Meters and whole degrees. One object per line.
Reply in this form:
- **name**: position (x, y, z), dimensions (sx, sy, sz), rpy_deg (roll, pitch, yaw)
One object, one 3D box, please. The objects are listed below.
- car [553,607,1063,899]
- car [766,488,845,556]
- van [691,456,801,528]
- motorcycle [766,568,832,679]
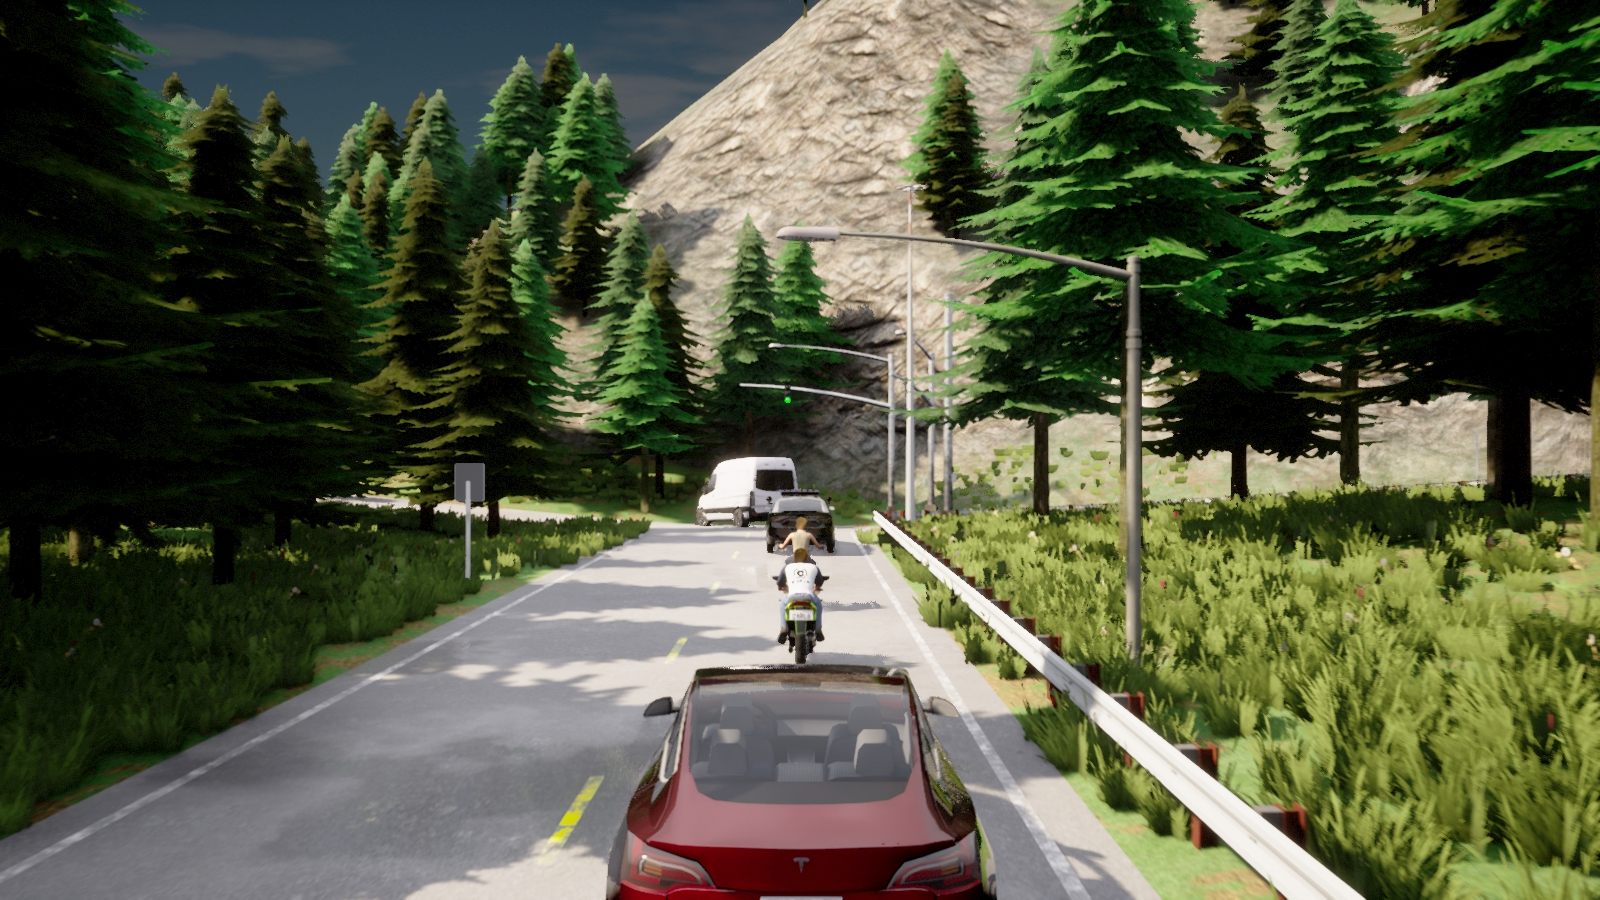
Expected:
- **car**: position (0.037, 2.066, 7.240), dimensions (2.163, 1.488, 4.792), rpy_deg (0, 0, 0)
- **car**: position (0.097, 1.997, 33.075), dimensions (2.097, 1.638, 5.238), rpy_deg (0, 0, -1)
- **van**: position (-2.181, 1.699, 43.998), dimensions (1.988, 2.561, 5.915), rpy_deg (2, -4, -26)
- **motorcycle**: position (-0.008, 2.220, 14.940), dimensions (0.803, 1.145, 2.033), rpy_deg (0, 0, 0)
